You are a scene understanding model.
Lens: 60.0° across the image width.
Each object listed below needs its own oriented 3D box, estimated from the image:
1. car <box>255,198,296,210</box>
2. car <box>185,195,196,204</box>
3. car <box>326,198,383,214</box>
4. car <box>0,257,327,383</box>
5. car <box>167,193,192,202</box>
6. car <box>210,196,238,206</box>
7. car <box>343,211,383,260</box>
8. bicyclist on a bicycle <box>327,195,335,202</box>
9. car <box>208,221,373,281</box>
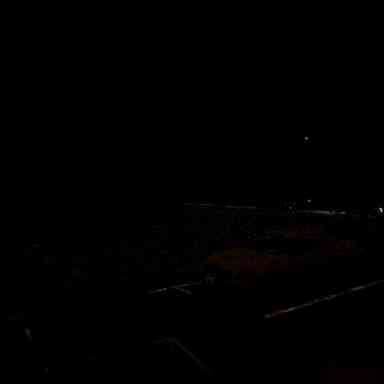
[{"bbox_3d":[9.437,1.367,37.854,1.895,1.301,4.718,1,0,-34],"label":"car"},{"bbox_3d":[-1.283,1.192,53.556,1.895,1.301,4.718,1,0,-34],"label":"car"},{"bbox_3d":[14.675,1.342,30.209,2.128,1.511,4.902,1,0,-34],"label":"car"},{"bbox_3d":[-1.123,1.601,2.583,4.718,1.301,1.895,0,0,-35],"label":"car"},{"bbox_3d":[-2.348,1.056,60.698,2.128,1.511,4.902,1,0,-34],"label":"car"},{"bbox_3d":[4.313,1.247,45.347,1.994,1.385,4.181,1,0,-34],"label":"car"},{"bbox_3d":[7.105,1.547,11.641,4.507,1.381,1.887,0,1,-35],"label":"car"},{"bbox_3d":[16.282,1.158,38.904,1.656,1.620,0.582,0,0,-34],"label":"bicyclist on a bicycle"},{"bbox_3d":[2.345,1.526,8.337,4.829,1.417,1.752,0,1,-35],"label":"car"}]
